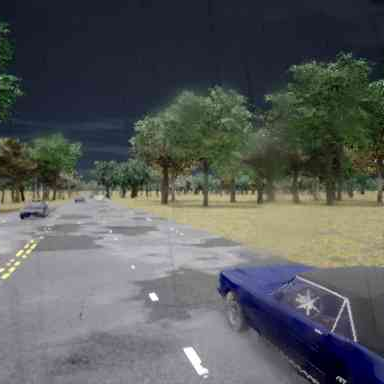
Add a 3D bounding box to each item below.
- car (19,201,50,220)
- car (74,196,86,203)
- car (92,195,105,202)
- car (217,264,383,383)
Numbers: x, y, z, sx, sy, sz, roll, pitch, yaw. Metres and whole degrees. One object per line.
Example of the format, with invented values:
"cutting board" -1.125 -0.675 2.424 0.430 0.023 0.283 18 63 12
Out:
"car" -12.987 1.471 27.751 2.033 1.411 5.357 0 0 -18
"car" -22.045 1.469 65.562 2.033 1.411 5.357 0 0 -13
"car" -20.225 1.474 72.652 1.812 1.442 4.674 0 0 -18
"car" 1.977 1.595 4.142 1.895 1.301 4.718 0 0 -18
